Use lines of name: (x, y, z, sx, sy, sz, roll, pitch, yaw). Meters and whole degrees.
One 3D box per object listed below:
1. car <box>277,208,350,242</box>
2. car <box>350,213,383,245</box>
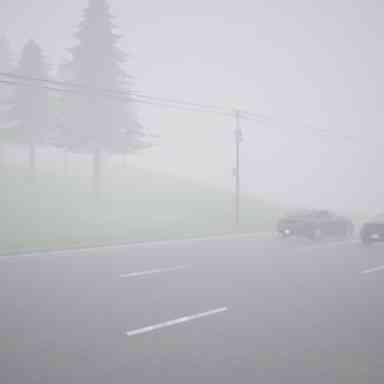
car: (6.392, 1.595, 17.066, 4.892, 1.490, 1.837, 0, 0, -37)
car: (9.232, 1.619, 14.677, 4.674, 1.442, 1.812, 0, 0, -35)
